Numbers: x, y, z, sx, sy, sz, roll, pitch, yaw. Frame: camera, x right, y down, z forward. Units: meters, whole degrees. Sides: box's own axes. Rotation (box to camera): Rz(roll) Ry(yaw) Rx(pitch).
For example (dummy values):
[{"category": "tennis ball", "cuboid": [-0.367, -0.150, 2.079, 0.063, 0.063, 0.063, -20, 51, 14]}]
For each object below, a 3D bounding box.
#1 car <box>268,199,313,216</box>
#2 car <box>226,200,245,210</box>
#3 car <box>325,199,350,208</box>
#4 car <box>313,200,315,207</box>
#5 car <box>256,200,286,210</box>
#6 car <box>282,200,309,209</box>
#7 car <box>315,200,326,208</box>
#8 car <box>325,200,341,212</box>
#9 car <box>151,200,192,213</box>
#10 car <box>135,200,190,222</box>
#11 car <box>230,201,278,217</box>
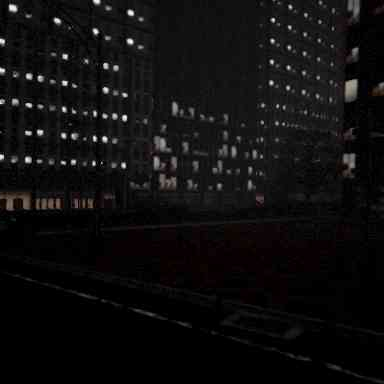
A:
[{"category": "car", "cuboid": [11.417, 1.779, 39.310, 5.009, 1.841, 2.192, 1, 1, -34]}, {"category": "car", "cuboid": [6.825, 1.779, 45.720, 4.829, 1.417, 1.752, 1, 1, -34]}, {"category": "car", "cuboid": [25.678, 2.007, 58.622, 4.313, 1.339, 1.947, 1, 1, -34]}, {"category": "car", "cuboid": [15.252, 1.991, 48.429, 4.718, 1.301, 1.895, 1, 1, -34]}, {"category": "car", "cuboid": [11.643, 1.867, 49.019, 4.313, 1.339, 1.947, 1, 1, -34]}, {"category": "car", "cuboid": [16.321, 1.930, 52.220, 4.206, 1.307, 1.802, 1, 1, -34]}, {"category": "car", "cuboid": [21.000, 1.960, 55.421, 4.313, 1.339, 1.947, 1, 1, -34]}, {"category": "car", "cuboid": [20.769, 2.123, 45.717, 4.313, 1.339, 1.947, 1, 1, -34]}, {"category": "car", "cuboid": [-2.392, 1.713, 39.414, 4.403, 1.369, 2.008, 1, 1, -34]}, {"category": "car", "cuboid": [-2.618, 1.640, 29.706, 5.009, 1.841, 2.192, 1, 1, -34]}, {"category": "car", "cuboid": [6.734, 1.962, 36.113, 4.507, 1.381, 1.887, 1, 1, -34]}]
